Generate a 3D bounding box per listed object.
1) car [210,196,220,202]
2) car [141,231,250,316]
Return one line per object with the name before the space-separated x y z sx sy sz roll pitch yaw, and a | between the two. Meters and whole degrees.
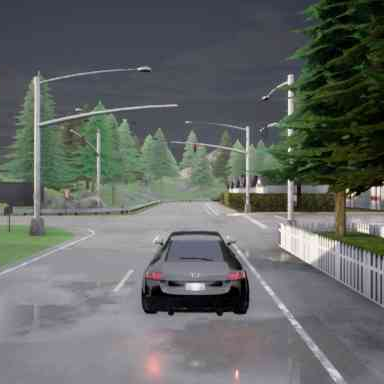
car | 6.702 1.523 72.823 5.357 1.411 2.033 0 0 -22
car | 0.075 1.564 7.604 1.994 1.385 4.181 0 0 1
